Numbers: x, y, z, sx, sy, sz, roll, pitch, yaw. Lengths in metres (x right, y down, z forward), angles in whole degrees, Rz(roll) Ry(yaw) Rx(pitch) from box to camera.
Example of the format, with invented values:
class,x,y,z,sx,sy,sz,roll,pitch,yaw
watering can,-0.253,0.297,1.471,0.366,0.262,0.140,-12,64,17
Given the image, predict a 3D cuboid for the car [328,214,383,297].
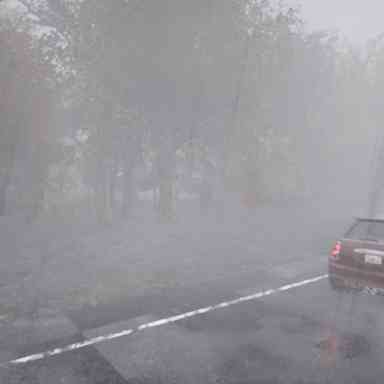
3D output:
class,x,y,z,sx,sy,sz,roll,pitch,yaw
car,5.070,1.238,7.367,4.553,1.767,2.097,-1,1,-36
